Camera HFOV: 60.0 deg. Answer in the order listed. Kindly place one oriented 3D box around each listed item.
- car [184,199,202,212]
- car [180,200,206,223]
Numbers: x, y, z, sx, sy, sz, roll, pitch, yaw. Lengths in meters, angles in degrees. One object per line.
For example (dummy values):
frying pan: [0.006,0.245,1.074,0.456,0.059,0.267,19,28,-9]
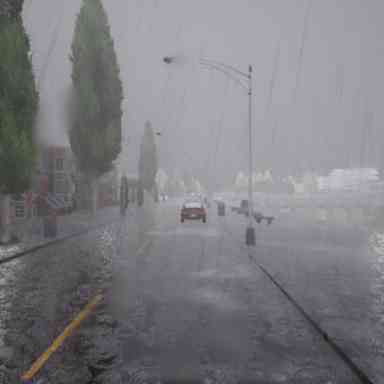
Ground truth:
car: [0.100,1.599,39.793,1.994,1.385,4.181,0,0,0]
car: [0.100,1.500,26.170,1.882,1.535,5.008,0,0,0]
